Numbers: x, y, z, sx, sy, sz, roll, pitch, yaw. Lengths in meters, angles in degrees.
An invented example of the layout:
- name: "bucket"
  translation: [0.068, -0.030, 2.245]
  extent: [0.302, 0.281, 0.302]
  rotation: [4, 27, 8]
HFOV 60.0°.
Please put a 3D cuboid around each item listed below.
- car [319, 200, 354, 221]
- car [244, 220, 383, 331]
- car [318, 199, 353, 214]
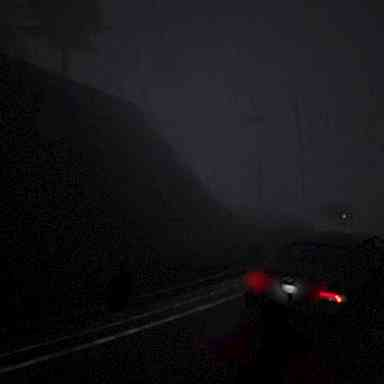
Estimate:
- name: "car"
  translation: [11.923, 1.591, 27.625]
  extent: [1.837, 1.490, 4.892]
  rotation: [0, 0, 9]
- name: "car"
  translation: [3.208, 1.570, 7.074]
  extent: [2.033, 1.411, 5.357]
  rotation: [0, 0, 42]
- name: "car"
  translation: [16.241, 1.595, 38.009]
  extent: [1.882, 1.535, 5.008]
  rotation: [0, 0, 1]
